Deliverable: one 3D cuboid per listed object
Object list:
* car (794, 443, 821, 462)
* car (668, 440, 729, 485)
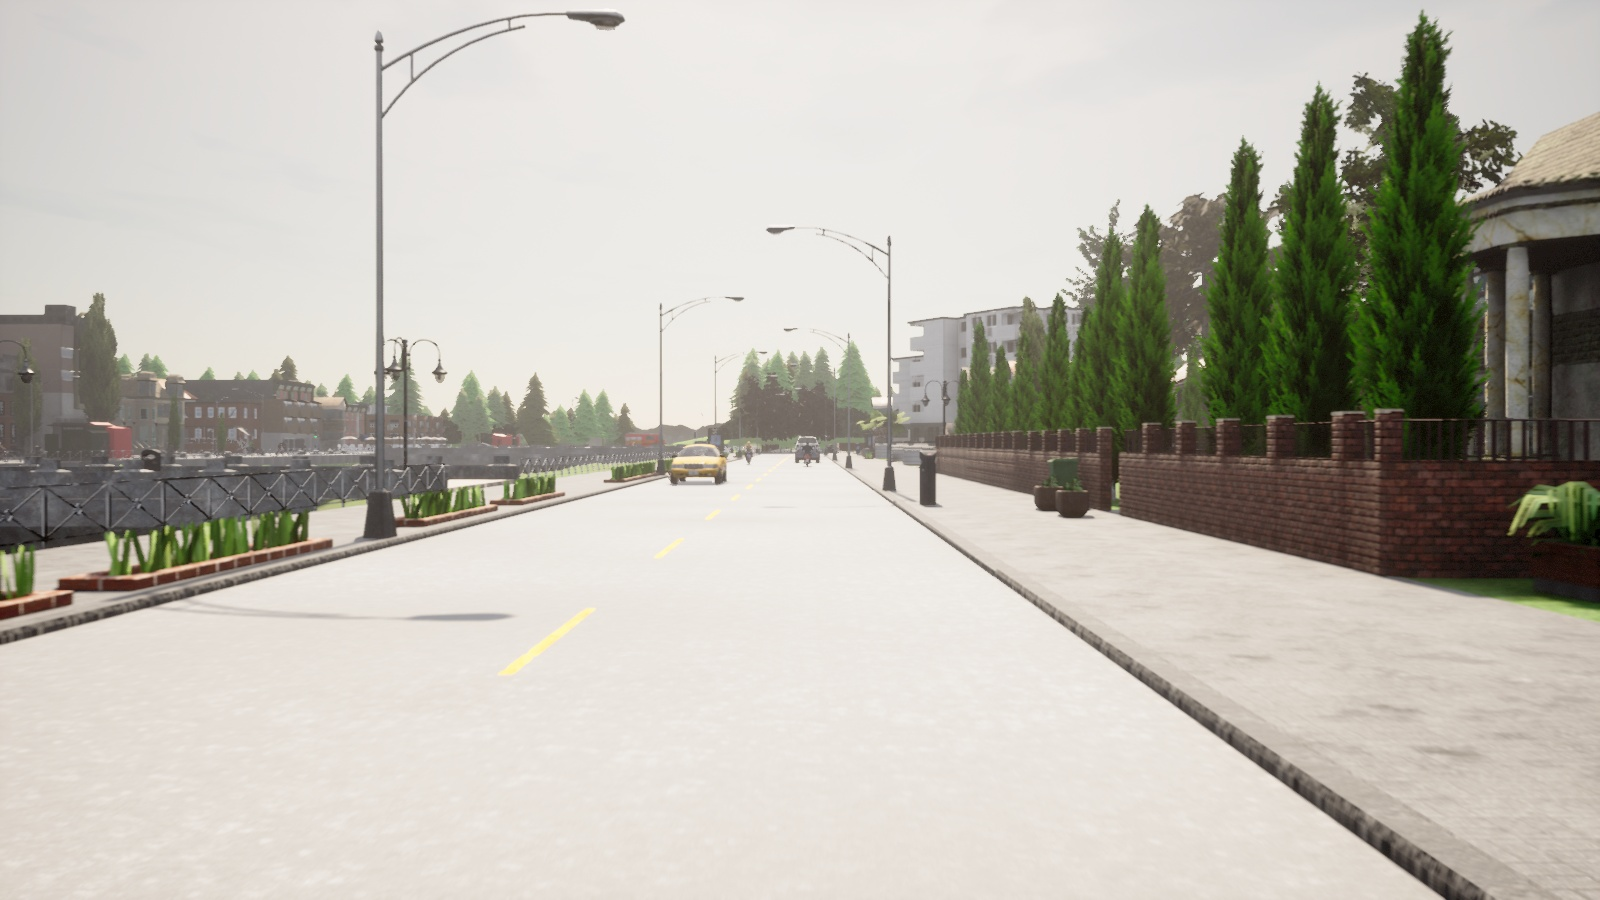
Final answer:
[{"bbox_3d":[0.564,0.175,95.320,1.970,1.475,3.806,0,0,0],"label":"car"},{"bbox_3d":[-3.717,0.420,46.630,1.801,1.575,5.366,0,0,0],"label":"car"}]
